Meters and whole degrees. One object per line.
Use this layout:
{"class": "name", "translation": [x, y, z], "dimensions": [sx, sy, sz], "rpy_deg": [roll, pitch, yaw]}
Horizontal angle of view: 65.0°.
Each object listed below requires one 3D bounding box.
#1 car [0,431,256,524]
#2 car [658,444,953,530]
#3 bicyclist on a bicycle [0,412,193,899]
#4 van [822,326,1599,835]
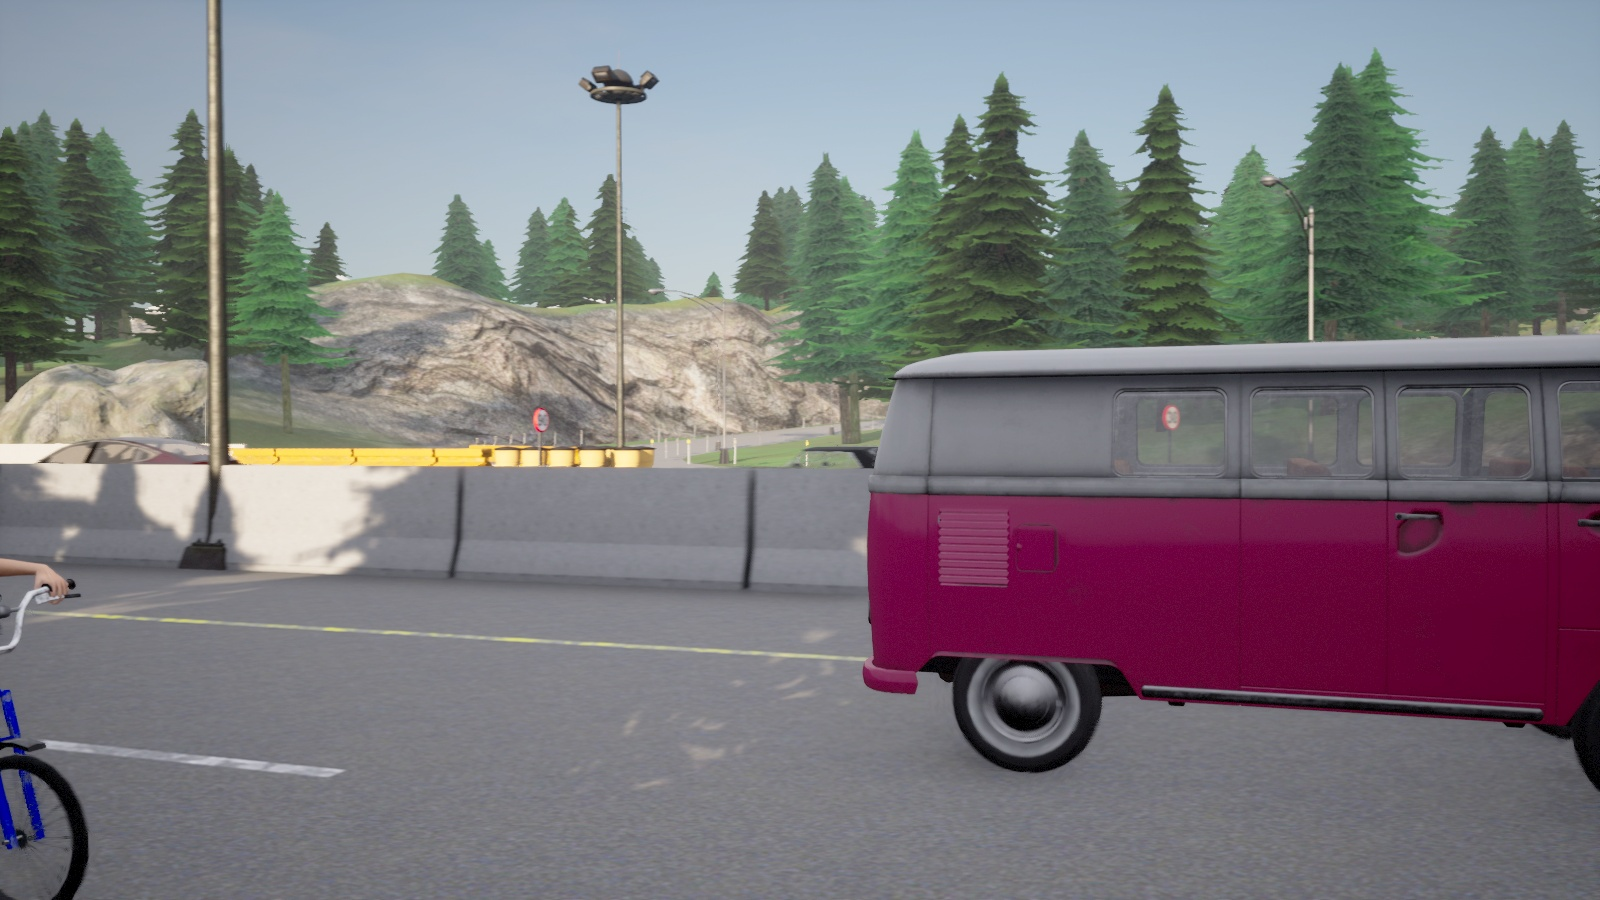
{"class": "car", "translation": [-12.296, 0.426, 22.100], "dimensions": [4.792, 1.488, 2.163], "rpy_deg": [1, 1, 19]}
{"class": "car", "translation": [0.110, 0.581, 21.620], "dimensions": [4.718, 1.301, 1.895], "rpy_deg": [1, 1, 19]}
{"class": "bicyclist on a bicycle", "translation": [-2.965, 0.685, 4.195], "dimensions": [1.509, 1.612, 0.866], "rpy_deg": [1, 1, 19]}
{"class": "van", "translation": [2.494, 0.492, 6.043], "dimensions": [4.442, 1.987, 1.775], "rpy_deg": [1, 1, 19]}
